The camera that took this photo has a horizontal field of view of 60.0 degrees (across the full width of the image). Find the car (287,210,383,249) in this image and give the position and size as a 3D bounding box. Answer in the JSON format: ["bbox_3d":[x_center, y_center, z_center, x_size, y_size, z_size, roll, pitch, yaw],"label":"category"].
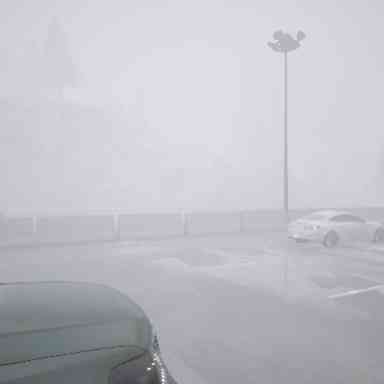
[{"bbox_3d":[6.260,1.525,14.372,4.674,1.442,1.812,0,0,-25],"label":"car"}]

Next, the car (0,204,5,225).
[{"bbox_3d":[-15.301,1.563,22.925,4.181,1.385,1.994,0,0,-31],"label":"car"}]

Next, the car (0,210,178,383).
[{"bbox_3d":[-2.768,1.222,1.736,5.566,2.045,2.150,0,0,-32],"label":"car"}]
